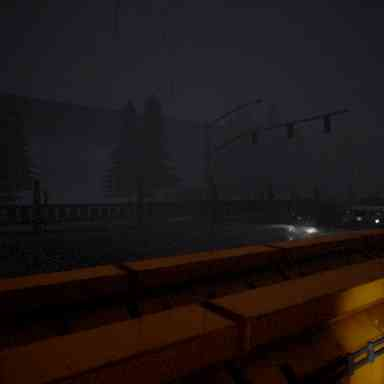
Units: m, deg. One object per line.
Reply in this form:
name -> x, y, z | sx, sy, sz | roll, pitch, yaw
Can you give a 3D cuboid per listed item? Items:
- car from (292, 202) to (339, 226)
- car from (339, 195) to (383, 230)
car -> 9.049, 1.505, 23.304 | 4.892, 1.490, 1.837 | 0, 0, -35
car -> 12.082, 1.221, 21.166 | 5.566, 2.045, 2.150 | 0, 0, -35
